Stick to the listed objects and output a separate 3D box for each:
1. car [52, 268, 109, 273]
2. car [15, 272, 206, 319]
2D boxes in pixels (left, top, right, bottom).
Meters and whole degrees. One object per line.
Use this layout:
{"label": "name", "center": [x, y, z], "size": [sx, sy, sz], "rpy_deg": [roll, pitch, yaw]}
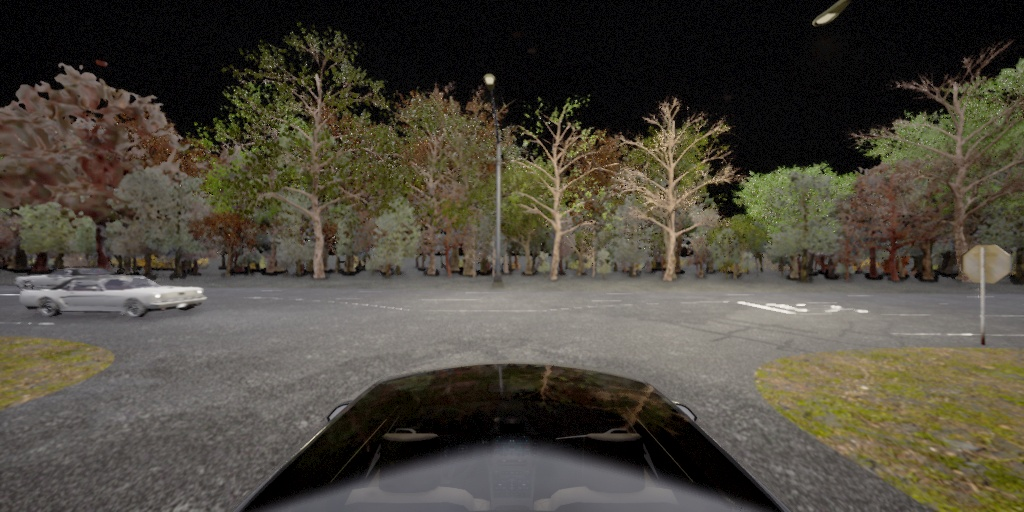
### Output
{"label": "car", "center": [-24.108, 1.332, 19.767], "size": [4.718, 1.301, 1.895], "rpy_deg": [0, 0, 3]}
{"label": "car", "center": [-13.385, 1.346, 12.241], "size": [4.718, 1.301, 1.895], "rpy_deg": [0, 0, 3]}
